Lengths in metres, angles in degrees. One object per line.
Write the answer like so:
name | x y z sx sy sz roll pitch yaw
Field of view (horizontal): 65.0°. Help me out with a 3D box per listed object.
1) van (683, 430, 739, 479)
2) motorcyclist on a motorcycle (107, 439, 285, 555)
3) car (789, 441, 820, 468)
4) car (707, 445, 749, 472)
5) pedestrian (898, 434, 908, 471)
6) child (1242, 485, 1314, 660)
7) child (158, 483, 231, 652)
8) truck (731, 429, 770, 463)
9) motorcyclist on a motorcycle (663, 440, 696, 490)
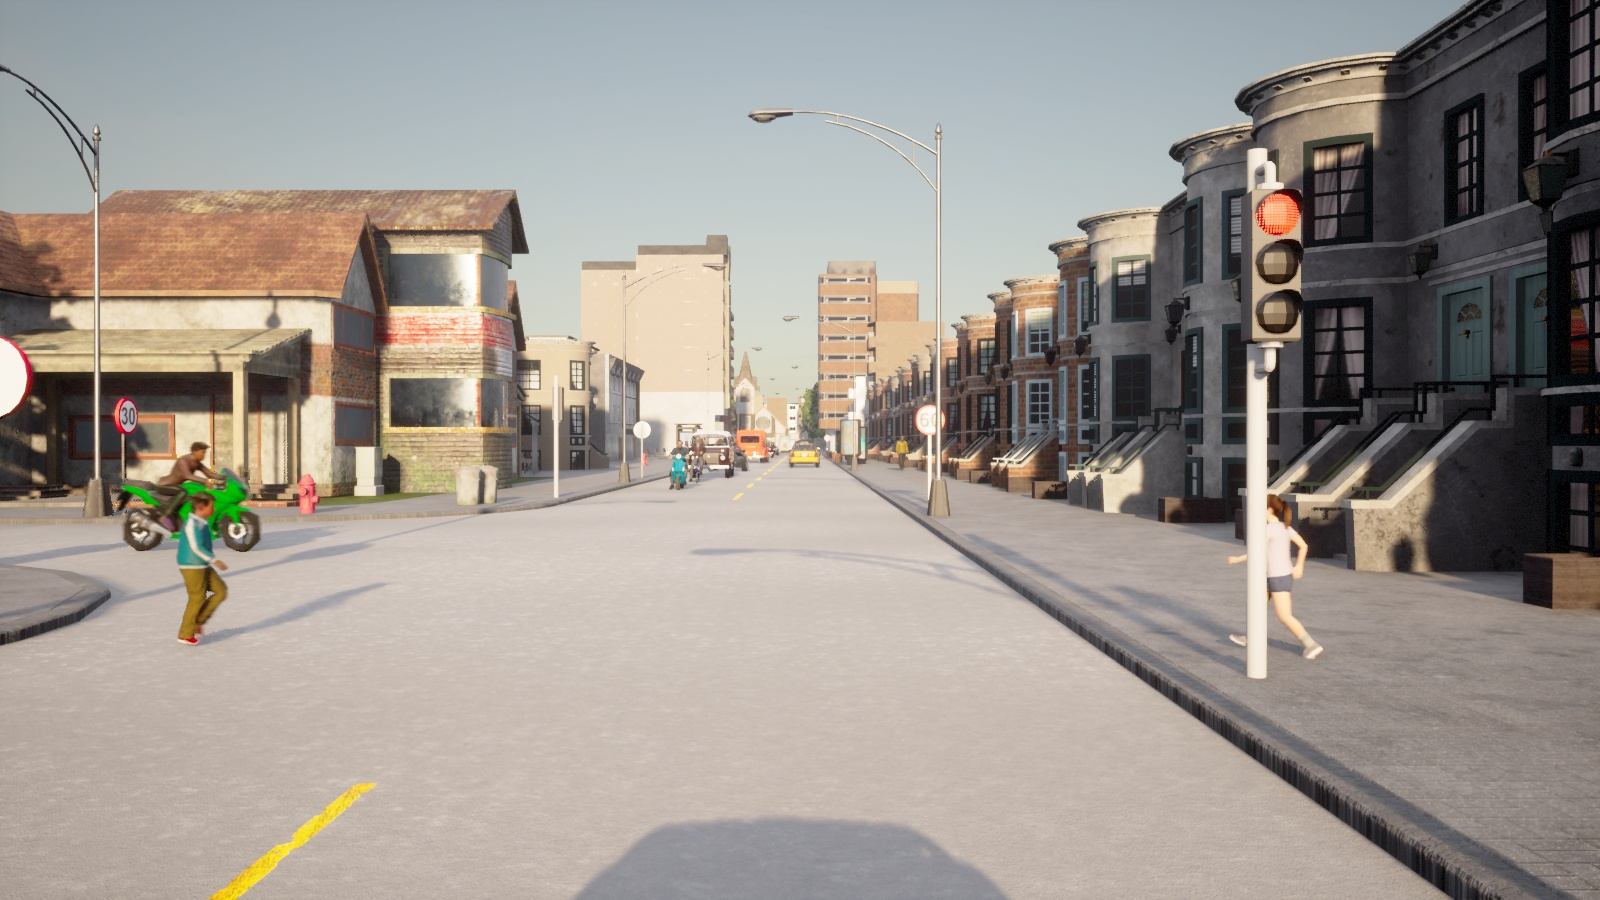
van | -3.807 0.160 54.387 2.069 2.038 4.480 0 0 0
motorcyclist on a motorcycle | -8.241 0.625 17.184 2.044 1.523 0.797 0 2 5
car | 0.278 0.249 77.433 1.801 1.575 5.366 0 0 0
car | -3.764 0.434 66.161 1.994 1.385 4.181 0 0 0
pedestrian | 5.058 0.111 61.935 0.431 1.840 0.709 0 0 -1
child | 3.143 0.792 8.255 0.394 1.110 0.255 0 0 33
child | -4.420 0.844 9.180 0.448 1.192 0.343 0 0 -20
truck | -3.661 -0.274 93.900 2.627 2.467 5.204 0 0 0
motorcyclist on a motorcycle | -3.856 0.469 40.343 0.866 1.590 1.817 0 0 0
